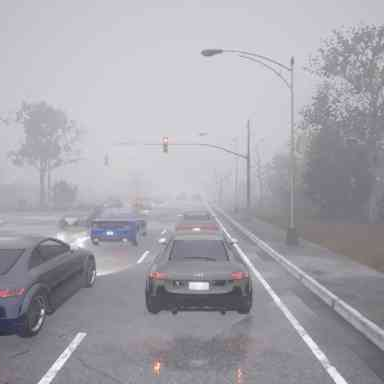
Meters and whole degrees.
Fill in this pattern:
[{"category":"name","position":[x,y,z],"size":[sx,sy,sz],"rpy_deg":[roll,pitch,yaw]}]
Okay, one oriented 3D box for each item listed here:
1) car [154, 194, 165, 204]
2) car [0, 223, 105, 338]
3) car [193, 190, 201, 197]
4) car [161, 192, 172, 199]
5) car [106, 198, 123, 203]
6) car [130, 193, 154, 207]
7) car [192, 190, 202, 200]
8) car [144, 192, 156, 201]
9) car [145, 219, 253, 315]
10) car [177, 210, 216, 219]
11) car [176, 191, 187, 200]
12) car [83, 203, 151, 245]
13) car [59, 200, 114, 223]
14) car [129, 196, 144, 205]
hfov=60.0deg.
[{"category":"car","position":[-6.176,1.505,62.418],"size":[2.033,1.411,5.357],"rpy_deg":[0,1,1]},{"category":"car","position":[-3.357,1.564,6.633],"size":[1.994,1.385,4.181],"rpy_deg":[0,0,0]},{"category":"car","position":[1.249,0.317,84.031],"size":[1.837,1.490,4.892],"rpy_deg":[0,3,1]},{"category":"car","position":[-5.858,0.834,77.715],"size":[2.033,1.411,5.357],"rpy_deg":[0,3,1]},{"category":"car","position":[-10.092,1.491,42.278],"size":[2.128,1.511,4.902],"rpy_deg":[0,0,3]},{"category":"car","position":[-6.538,1.352,43.033],"size":[2.097,1.767,4.553],"rpy_deg":[0,0,1]},{"category":"car","position":[1.081,0.850,73.994],"size":[2.097,1.767,4.553],"rpy_deg":[0,3,1]},{"category":"car","position":[-9.414,0.961,74.426],"size":[1.882,1.535,5.008],"rpy_deg":[0,3,1]},{"category":"car","position":[0.145,1.564,7.659],"size":[1.994,1.385,4.181],"rpy_deg":[0,0,1]},{"category":"car","position":[0.232,1.564,16.058],"size":[1.994,1.385,4.181],"rpy_deg":[0,0,1]},{"category":"car","position":[-2.418,1.045,74.092],"size":[1.994,1.385,4.181],"rpy_deg":[0,3,1]},{"category":"car","position":[-3.279,1.478,15.620],"size":[1.882,1.535,5.008],"rpy_deg":[0,0,-1]},{"category":"car","position":[-6.896,1.491,21.408],"size":[2.128,1.511,4.902],"rpy_deg":[0,0,1]},{"category":"car","position":[-9.748,1.502,58.986],"size":[1.837,1.490,4.892],"rpy_deg":[0,0,1]}]
